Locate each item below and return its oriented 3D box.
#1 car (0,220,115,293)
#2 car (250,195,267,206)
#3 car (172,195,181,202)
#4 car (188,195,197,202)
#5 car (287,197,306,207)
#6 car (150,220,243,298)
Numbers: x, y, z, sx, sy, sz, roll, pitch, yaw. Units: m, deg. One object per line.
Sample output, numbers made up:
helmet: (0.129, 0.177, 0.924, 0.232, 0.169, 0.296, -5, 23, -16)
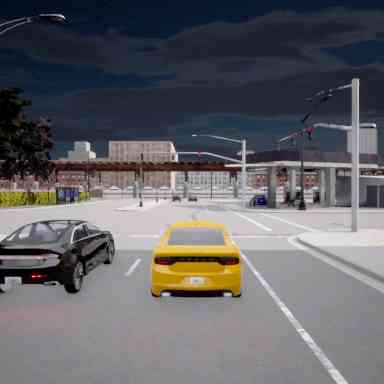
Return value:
car: (-3.398, 1.474, 8.793, 2.128, 1.511, 4.902, 0, 0, 0)
car: (9.818, 1.253, 48.849, 2.242, 1.667, 4.611, 0, 0, 0)
car: (-3.339, 1.386, 73.552, 1.837, 1.490, 4.892, 0, 0, 0)
car: (0.161, 1.446, 73.545, 1.994, 1.385, 4.181, 0, 0, 0)
car: (15.564, 1.425, 49.599, 1.970, 1.475, 3.806, 0, 0, 0)
car: (0.101, 1.468, 8.576, 1.882, 1.535, 5.008, 0, 0, 0)
